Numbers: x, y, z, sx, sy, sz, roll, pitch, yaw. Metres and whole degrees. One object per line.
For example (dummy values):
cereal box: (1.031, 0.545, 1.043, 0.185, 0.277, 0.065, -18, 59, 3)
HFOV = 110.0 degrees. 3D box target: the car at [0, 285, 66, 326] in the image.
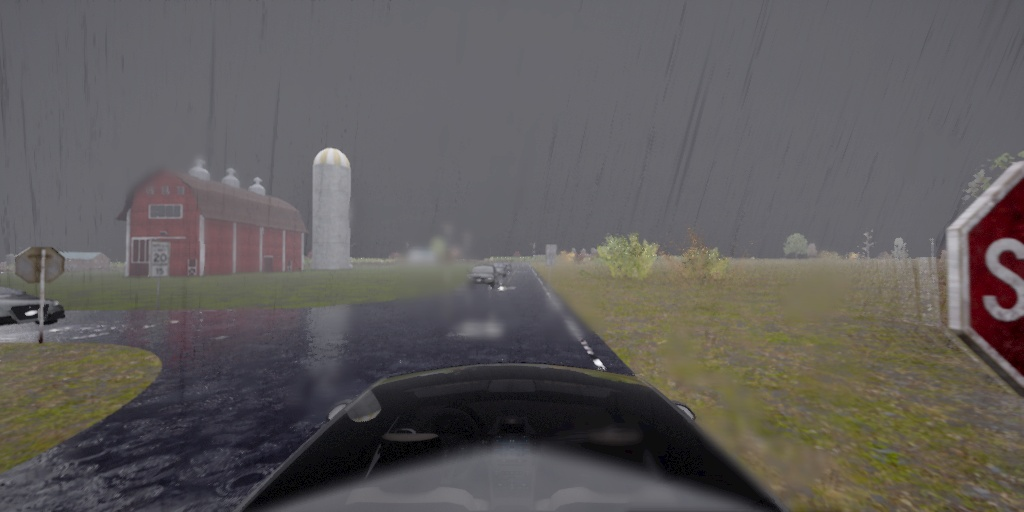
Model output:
car: (-16.357, 1.551, 10.816, 4.181, 1.385, 1.994, -1, -1, 2)

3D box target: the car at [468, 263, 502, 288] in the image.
car: (-1.954, 1.397, 25.495, 1.837, 1.490, 4.892, 0, 0, 2)

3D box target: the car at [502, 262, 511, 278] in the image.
car: (-1.524, 1.458, 37.837, 2.128, 1.511, 4.902, 0, 0, 2)
